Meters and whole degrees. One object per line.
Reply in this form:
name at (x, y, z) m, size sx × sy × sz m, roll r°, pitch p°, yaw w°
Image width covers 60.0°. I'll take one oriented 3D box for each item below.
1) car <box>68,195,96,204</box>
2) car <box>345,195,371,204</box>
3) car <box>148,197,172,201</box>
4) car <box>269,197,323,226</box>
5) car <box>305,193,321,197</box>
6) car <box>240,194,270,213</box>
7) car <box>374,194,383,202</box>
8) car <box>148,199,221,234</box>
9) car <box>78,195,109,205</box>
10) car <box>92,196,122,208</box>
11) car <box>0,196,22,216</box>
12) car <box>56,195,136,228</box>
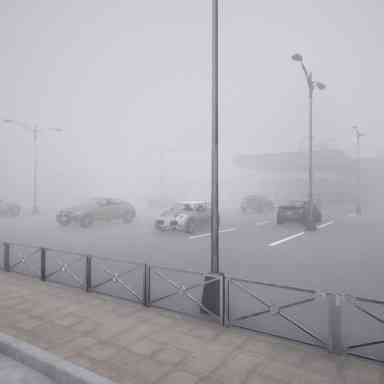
car at (-20.056, 1.355, 60.816) m, size 2.007 × 1.523 × 4.514 m, roll 0°, pitch 0°, yaw 33°
car at (32.842, 1.495, 65.959) m, size 4.611 × 1.667 × 2.242 m, roll 0°, pitch 0°, yaw 33°
car at (-3.463, 1.313, 40.637) m, size 2.007 × 1.523 × 4.514 m, roll 0°, pitch 0°, yaw 33°
car at (6.791, 1.313, 20.987) m, size 2.007 × 1.523 × 4.514 m, roll 0°, pitch 0°, yaw 33°
car at (13.615, 1.092, 37.912) m, size 1.905 × 1.878 × 3.866 m, roll 0°, pitch 0°, yaw 33°
car at (6.530, 1.113, 33.167) m, size 1.932 × 1.855 × 4.605 m, roll 0°, pitch 0°, yaw 33°
car at (39.585, 1.328, 68.285) m, size 3.866 × 1.878 × 1.905 m, roll 0°, pitch 0°, yaw 33°
car at (-0.155, 1.248, 17.132) m, size 1.970 × 1.475 × 3.806 m, roll 0°, pitch 0°, yaw 33°
car at (-17.411, 1.345, 59.128) m, size 2.152 × 1.636 × 5.027 m, roll 0°, pitch 0°, yaw 33°
car at (-11.771, 1.335, 46.189) m, size 1.845 × 1.501 × 3.633 m, roll 0°, pitch 0°, yaw 33°
car at (-16.352, 1.092, 27.469) m, size 1.905 × 1.878 × 3.866 m, roll 0°, pitch 0°, yaw 33°
car at (-5.684, 1.169, 20.405) m, size 2.152 × 1.636 × 5.027 m, roll 0°, pitch 0°, yaw 33°
